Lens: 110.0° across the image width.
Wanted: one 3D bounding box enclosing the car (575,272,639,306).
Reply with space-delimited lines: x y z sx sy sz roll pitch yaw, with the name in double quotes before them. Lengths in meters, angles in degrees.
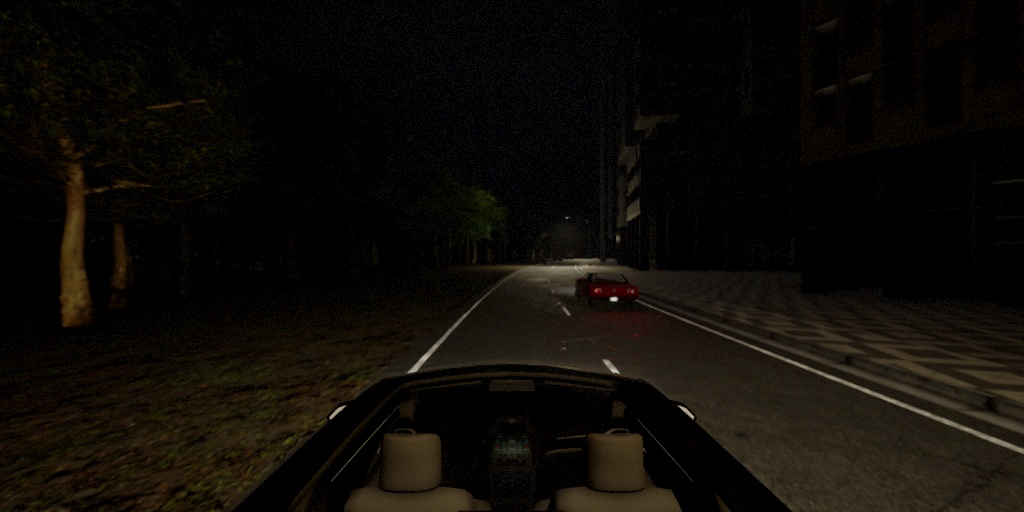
"car" 3.967 1.359 15.834 1.895 1.301 4.718 0 0 3
